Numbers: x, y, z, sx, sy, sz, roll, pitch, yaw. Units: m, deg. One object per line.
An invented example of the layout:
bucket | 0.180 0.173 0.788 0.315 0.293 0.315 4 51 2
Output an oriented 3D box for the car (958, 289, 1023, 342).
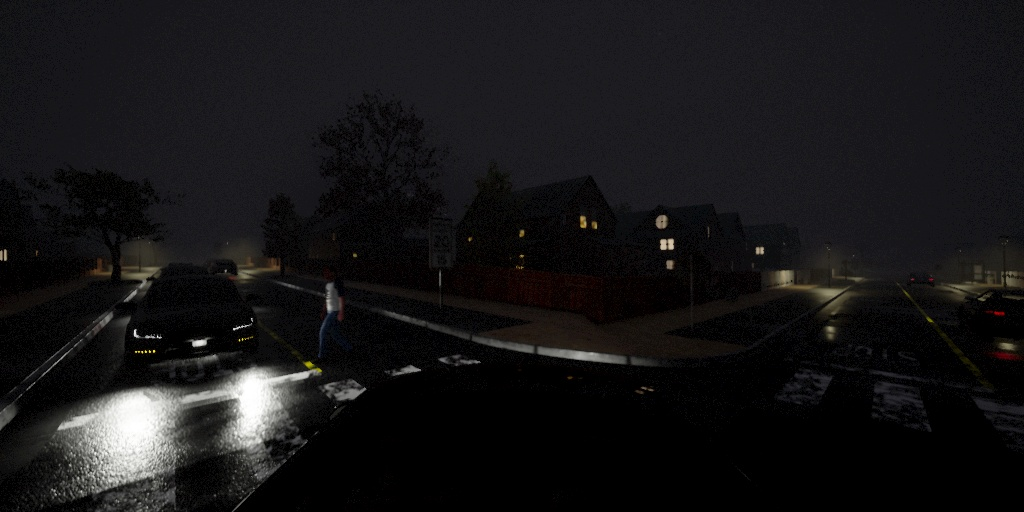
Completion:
car | 14.277 1.629 10.031 4.181 1.385 1.994 2 -2 -44

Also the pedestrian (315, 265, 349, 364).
pedestrian | -3.366 1.016 6.695 0.375 1.860 0.375 1 -2 -43

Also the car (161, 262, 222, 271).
car | -13.449 1.171 14.771 1.837 1.490 4.892 0 0 -43

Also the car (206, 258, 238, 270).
car | -27.094 1.077 33.630 1.837 1.490 4.892 0 0 -43

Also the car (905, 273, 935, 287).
car | 41.618 2.389 36.578 5.357 1.411 2.033 2 -2 -44

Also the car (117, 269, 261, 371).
car | -6.956 1.215 7.839 1.837 1.490 4.892 0 0 -43
